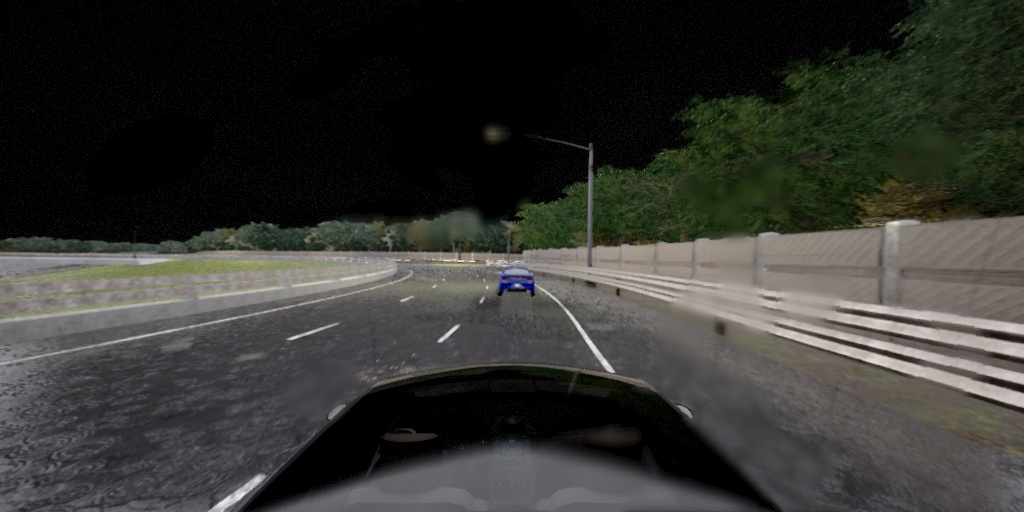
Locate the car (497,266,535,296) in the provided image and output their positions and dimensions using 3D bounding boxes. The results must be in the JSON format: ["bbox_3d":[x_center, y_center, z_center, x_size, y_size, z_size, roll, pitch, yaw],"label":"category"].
[{"bbox_3d":[0.185,1.328,20.344,1.882,1.535,5.008,1,0,-2],"label":"car"}]
